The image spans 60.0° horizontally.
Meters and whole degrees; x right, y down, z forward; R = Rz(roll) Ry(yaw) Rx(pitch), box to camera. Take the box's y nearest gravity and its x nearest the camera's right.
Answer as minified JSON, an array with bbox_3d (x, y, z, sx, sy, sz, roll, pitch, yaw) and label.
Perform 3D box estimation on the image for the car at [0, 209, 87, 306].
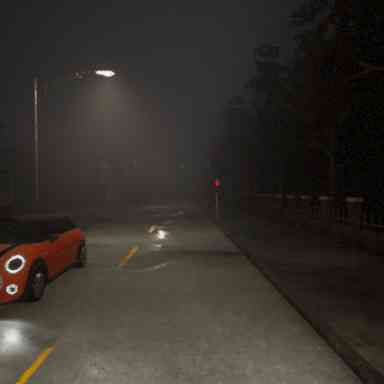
[{"bbox_3d":[-4.234,1.394,8.285,2.097,1.767,4.553,-1,0,-1],"label":"car"}]
